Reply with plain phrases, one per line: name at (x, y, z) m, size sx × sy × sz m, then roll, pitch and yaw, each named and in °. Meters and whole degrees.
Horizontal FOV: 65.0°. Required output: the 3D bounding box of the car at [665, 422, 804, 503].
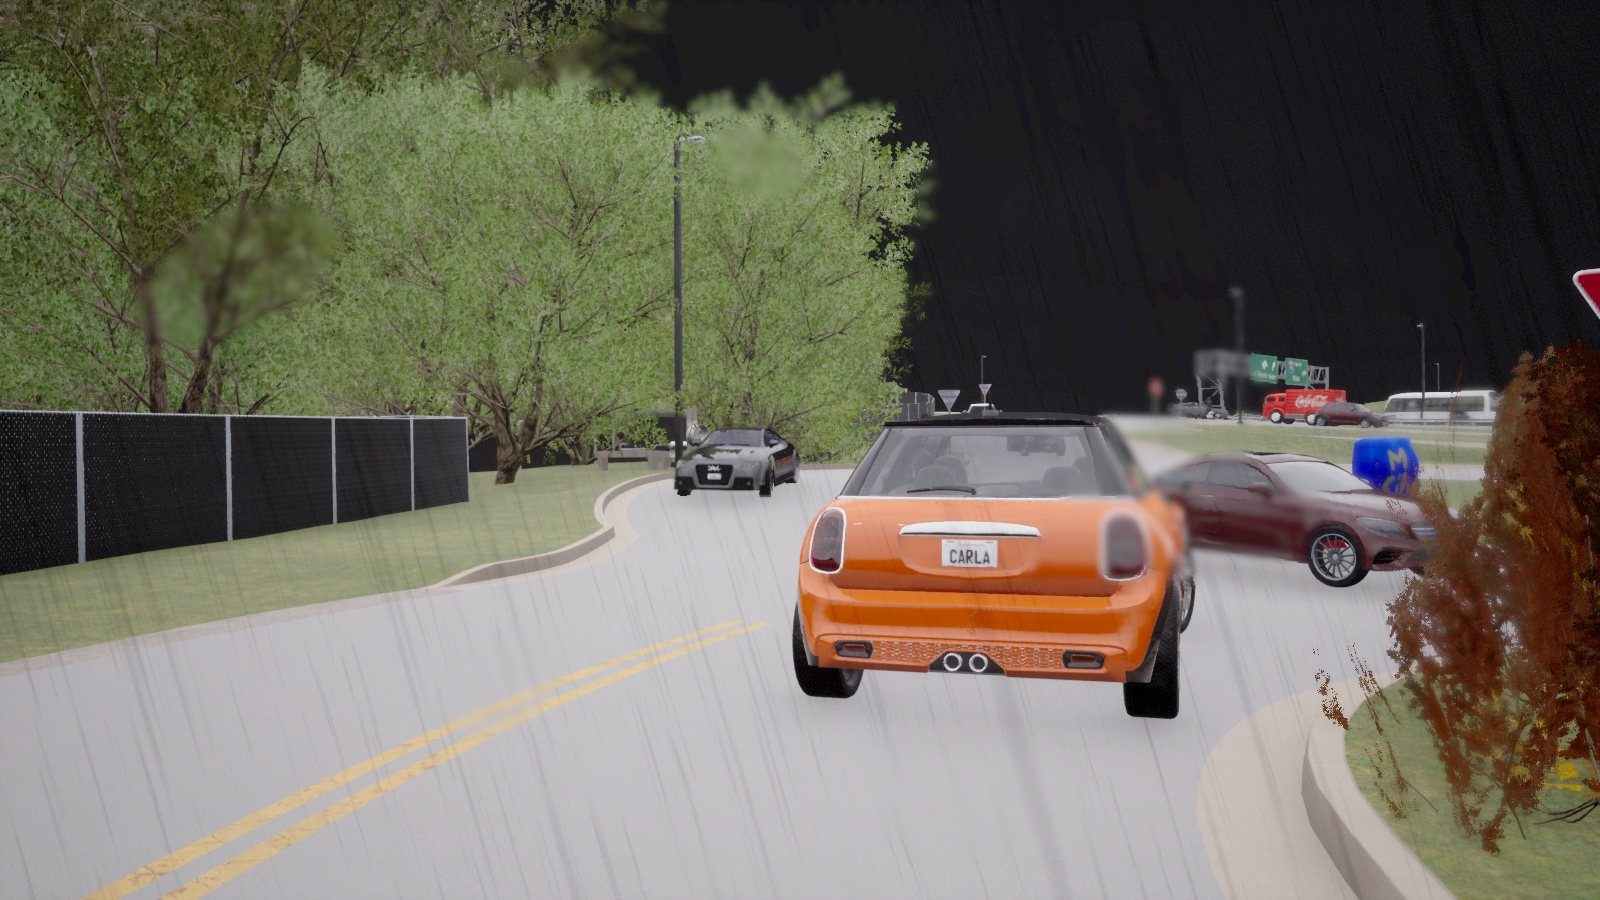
car at (-1.323, 0.202, 27.329) m, size 1.994 × 1.385 × 4.181 m, roll 0°, pitch 5°, yaw 12°

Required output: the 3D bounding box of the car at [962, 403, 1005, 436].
car at (9.104, -1.561, 62.562) m, size 1.970 × 1.475 × 3.806 m, roll 0°, pitch 4°, yaw 6°

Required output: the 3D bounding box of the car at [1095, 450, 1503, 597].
car at (5.969, 0.773, 15.704) m, size 1.812 × 1.442 × 4.674 m, roll -1°, pitch 2°, yaw -28°

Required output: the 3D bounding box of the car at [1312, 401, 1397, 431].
car at (36.400, -2.250, 82.562) m, size 2.097 × 1.767 × 4.553 m, roll 0°, pitch 4°, yaw -40°

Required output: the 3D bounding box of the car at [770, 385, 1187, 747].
car at (1.532, 0.548, 8.610) m, size 2.097 × 1.767 × 4.553 m, roll 0°, pitch 0°, yaw 18°

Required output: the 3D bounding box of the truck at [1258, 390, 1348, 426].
truck at (35.432, -2.955, 88.584) m, size 2.627 × 2.467 × 5.204 m, roll 0°, pitch 2°, yaw -43°
